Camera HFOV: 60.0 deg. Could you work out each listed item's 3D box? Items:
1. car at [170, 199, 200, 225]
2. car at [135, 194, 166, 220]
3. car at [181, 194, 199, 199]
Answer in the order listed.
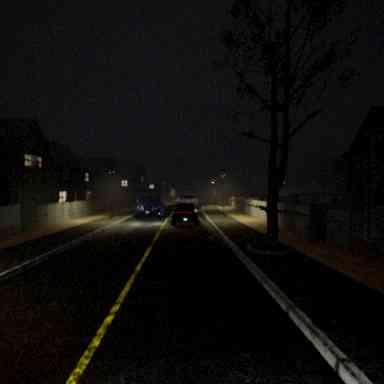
[{"bbox_3d":[-0.480,1.510,23.914,1.837,1.490,4.892,0,0,-1],"label":"car"},{"bbox_3d":[-3.493,1.241,28.731,2.150,2.045,5.566,0,0,0],"label":"car"},{"bbox_3d":[-0.329,1.282,44.572,2.150,2.045,5.566,0,0,2],"label":"car"}]
